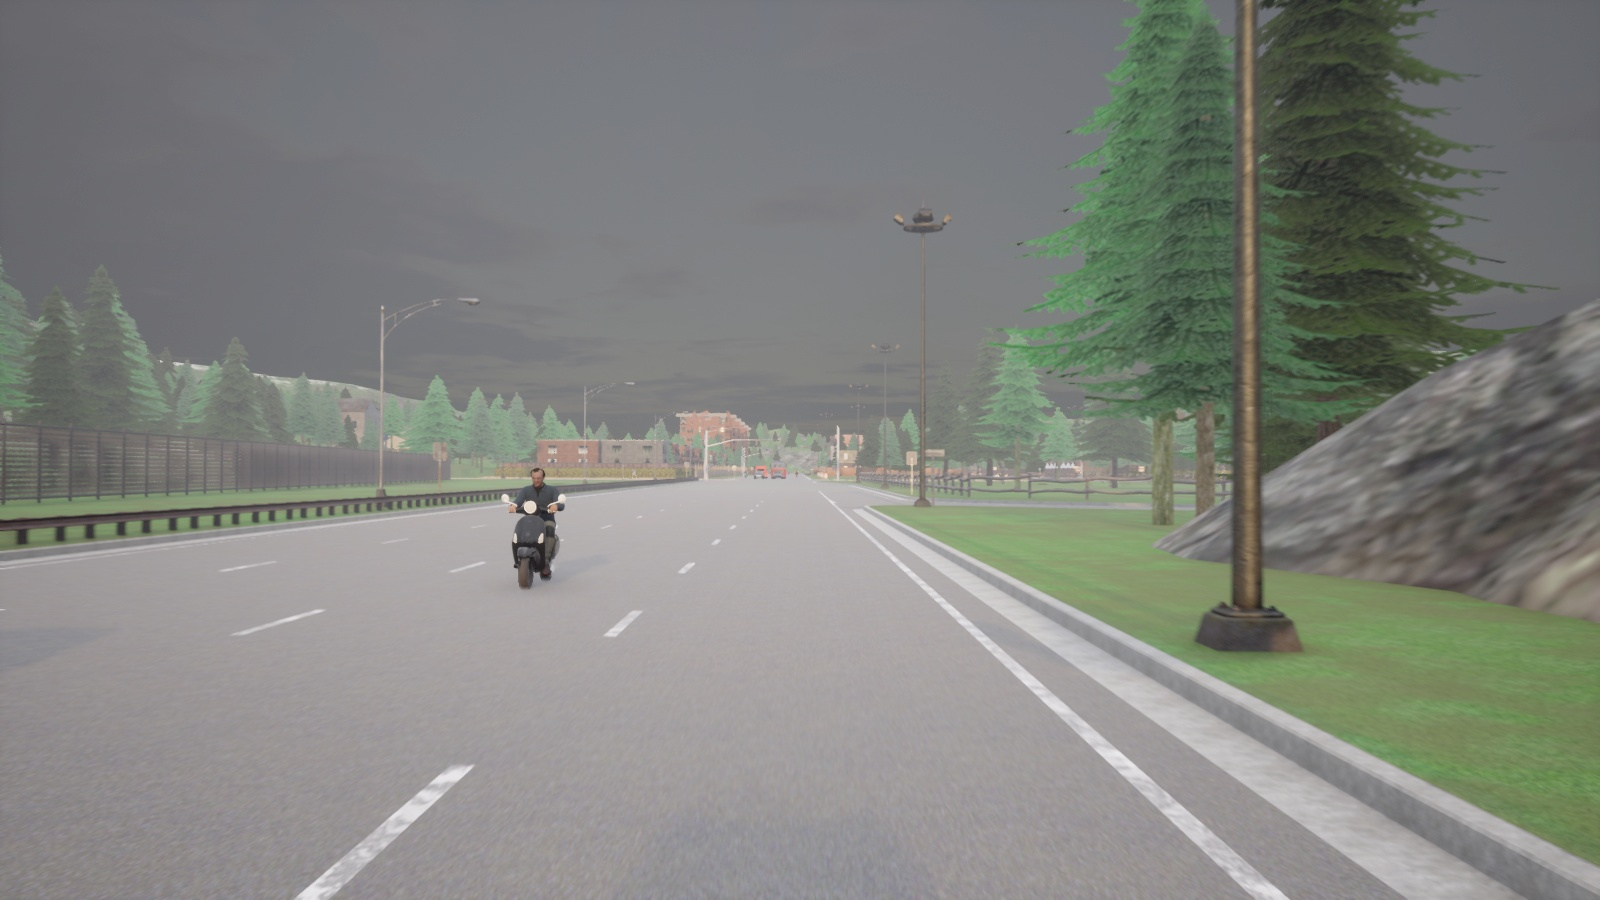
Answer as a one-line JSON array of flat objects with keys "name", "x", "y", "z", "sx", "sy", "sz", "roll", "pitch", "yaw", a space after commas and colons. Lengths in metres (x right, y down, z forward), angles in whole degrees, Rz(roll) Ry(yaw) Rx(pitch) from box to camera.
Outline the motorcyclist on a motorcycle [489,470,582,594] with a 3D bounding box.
[{"name": "motorcyclist on a motorcycle", "x": -3.545, "y": 1.066, "z": 16.982, "sx": 0.866, "sy": 1.590, "sz": 1.817, "roll": 0, "pitch": -1, "yaw": 0}]
